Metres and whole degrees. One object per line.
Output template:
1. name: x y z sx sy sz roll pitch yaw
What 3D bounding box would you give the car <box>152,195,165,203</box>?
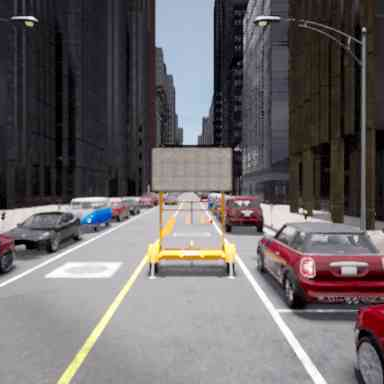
1. car: -5.775 1.196 58.329 1.887 1.381 4.507 0 0 0

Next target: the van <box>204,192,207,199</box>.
1. van: 2.754 1.090 41.492 1.690 1.788 3.998 0 0 0

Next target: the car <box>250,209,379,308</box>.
1. car: 2.761 1.392 7.781 1.967 1.590 4.097 0 0 0

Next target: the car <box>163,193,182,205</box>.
1. car: -3.023 1.240 51.194 2.033 1.411 5.357 0 0 0

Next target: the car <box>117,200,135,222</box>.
1. car: -5.768 1.394 24.619 1.887 1.381 4.507 0 0 0

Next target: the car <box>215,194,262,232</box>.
1. car: 2.758 1.198 19.017 2.192 1.841 5.009 0 0 0

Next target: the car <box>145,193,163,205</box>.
1. car: -5.773 1.031 47.091 2.192 1.841 5.009 0 0 0

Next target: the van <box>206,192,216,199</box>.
1. van: 2.755 1.123 35.874 1.690 1.788 3.998 0 0 0

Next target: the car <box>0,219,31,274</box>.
1. car: -5.764 1.534 7.765 1.802 1.307 4.206 0 0 0

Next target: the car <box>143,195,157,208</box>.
1. car: -5.771 1.331 41.474 1.802 1.307 4.206 0 0 0

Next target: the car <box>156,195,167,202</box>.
1. car: -5.776 1.201 63.947 1.802 1.307 4.206 0 0 0

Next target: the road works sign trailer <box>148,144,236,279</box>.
1. road works sign trailer: -0.002 0.403 9.835 2.380 3.560 2.880 0 0 0

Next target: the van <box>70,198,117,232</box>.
1. van: -5.767 1.224 19.000 1.690 1.788 3.998 0 0 0

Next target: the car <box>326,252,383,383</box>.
1. car: 2.762 1.531 2.163 1.887 1.381 4.507 0 0 0

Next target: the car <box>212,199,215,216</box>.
1. car: 2.757 1.415 24.638 1.947 1.339 4.313 0 0 0

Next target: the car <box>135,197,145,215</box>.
1. car: -5.769 1.381 30.238 1.947 1.339 4.313 0 0 0

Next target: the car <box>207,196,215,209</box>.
1. car: 2.756 1.366 30.256 2.008 1.369 4.403 0 0 0

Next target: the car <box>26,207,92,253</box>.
1. car: -5.766 1.483 13.383 1.947 1.339 4.313 0 0 0

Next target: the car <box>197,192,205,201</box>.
1. car: 2.748 0.901 69.586 2.192 1.841 5.009 0 0 0
